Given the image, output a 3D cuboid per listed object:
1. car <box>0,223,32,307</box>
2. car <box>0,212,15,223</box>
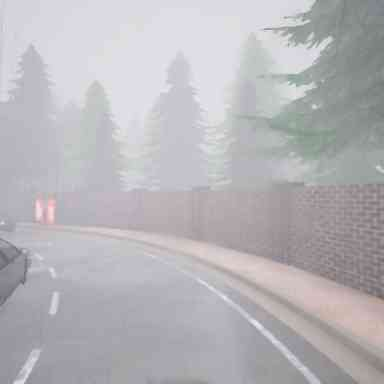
[{"bbox_3d":[-4.625,1.623,6.743,2.033,1.411,5.357,0,-1,-17],"label":"car"},{"bbox_3d":[-12.765,1.787,20.270,4.181,1.385,1.994,0,-1,28],"label":"car"}]
